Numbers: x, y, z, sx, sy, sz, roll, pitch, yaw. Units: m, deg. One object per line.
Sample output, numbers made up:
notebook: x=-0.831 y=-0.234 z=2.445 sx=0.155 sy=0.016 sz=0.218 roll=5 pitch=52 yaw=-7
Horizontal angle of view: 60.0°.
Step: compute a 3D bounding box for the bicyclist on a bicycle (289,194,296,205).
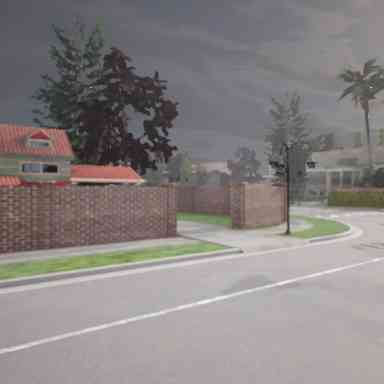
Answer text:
bicyclist on a bicycle: x=14.250 y=1.052 z=47.310 sx=1.656 sy=1.620 sz=0.582 roll=0 pitch=0 yaw=-35
